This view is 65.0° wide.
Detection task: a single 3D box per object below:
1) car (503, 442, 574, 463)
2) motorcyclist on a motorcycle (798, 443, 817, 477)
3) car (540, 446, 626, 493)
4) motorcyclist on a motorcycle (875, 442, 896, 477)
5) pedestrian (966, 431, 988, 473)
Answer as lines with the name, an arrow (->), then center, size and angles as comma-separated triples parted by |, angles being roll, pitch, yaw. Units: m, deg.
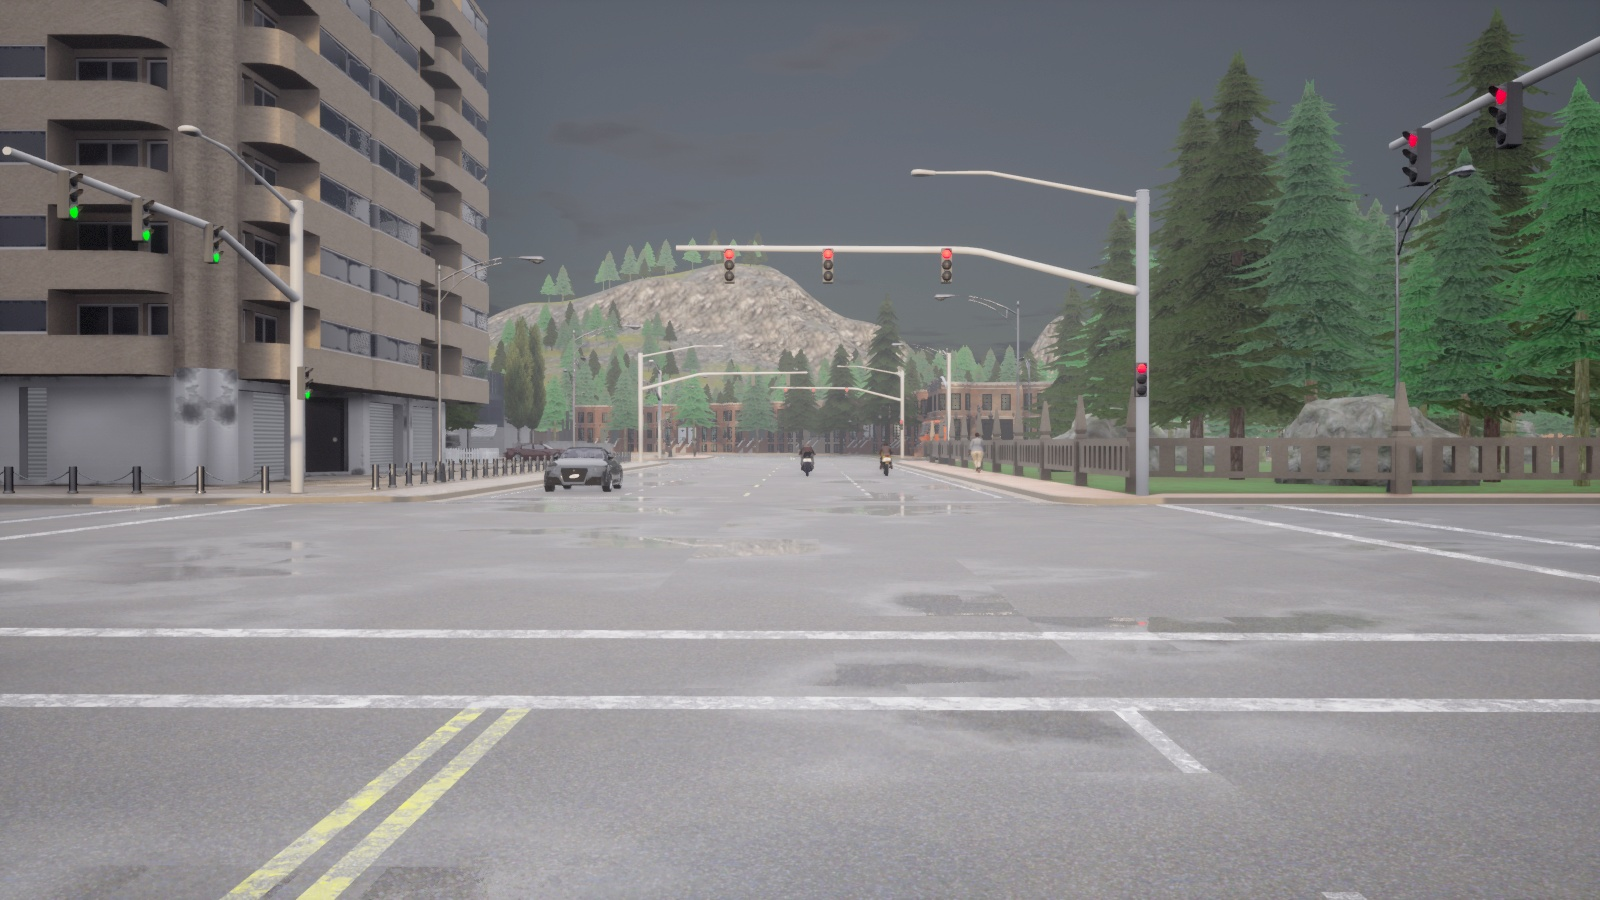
car -> -19.808, 0.170, 95.341 | 5.008, 1.535, 1.882 | 0, 0, 0
motorcyclist on a motorcycle -> 0.331, 0.458, 57.351 | 0.866, 1.530, 2.191 | 0, 0, 0
car -> -6.774, 0.582, 39.592 | 1.994, 1.385, 4.181 | 0, 0, 0
motorcyclist on a motorcycle -> 3.825, 0.414, 56.237 | 0.797, 1.523, 2.044 | 0, 0, 0
pedestrian -> 7.880, 0.096, 55.919 | 0.874, 1.855, 0.900 | 0, 0, 2
